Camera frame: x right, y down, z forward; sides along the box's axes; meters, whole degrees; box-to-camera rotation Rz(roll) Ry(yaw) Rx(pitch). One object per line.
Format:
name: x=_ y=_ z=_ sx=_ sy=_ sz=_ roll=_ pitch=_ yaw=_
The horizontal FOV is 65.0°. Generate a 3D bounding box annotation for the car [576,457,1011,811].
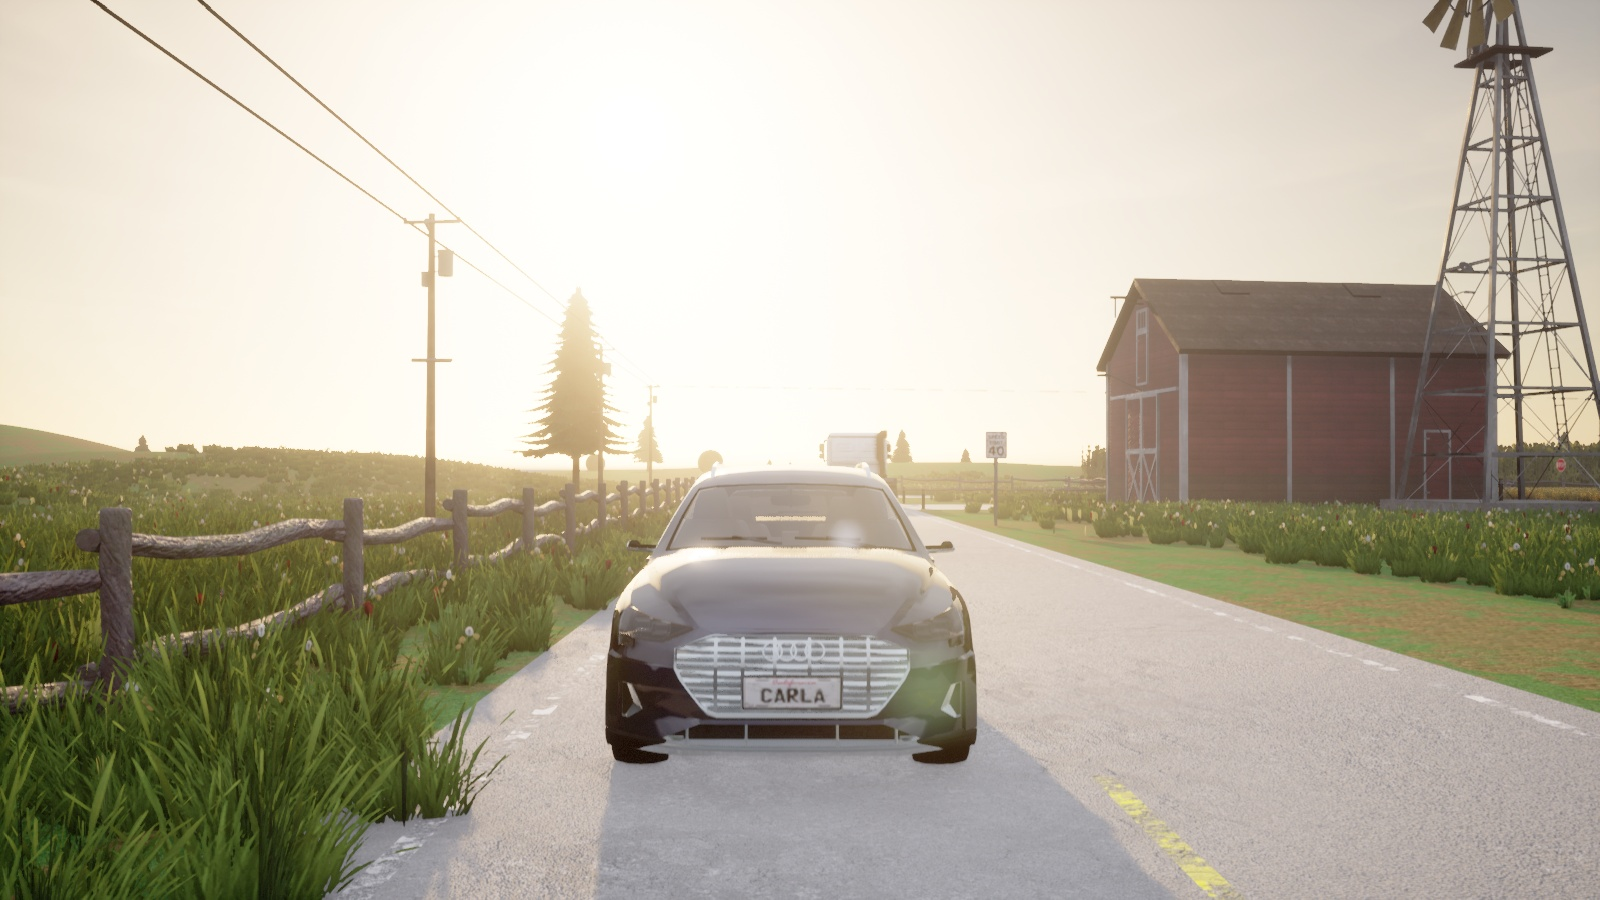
car: x=-0.057 y=0.886 z=8.322 sx=2.033 sy=1.649 sz=4.856 roll=0 pitch=-1 yaw=-1

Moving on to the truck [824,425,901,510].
truck: x=2.609 y=0.767 z=55.291 sx=2.891 sy=3.462 sz=7.936 roll=0 pitch=-1 yaw=-1
